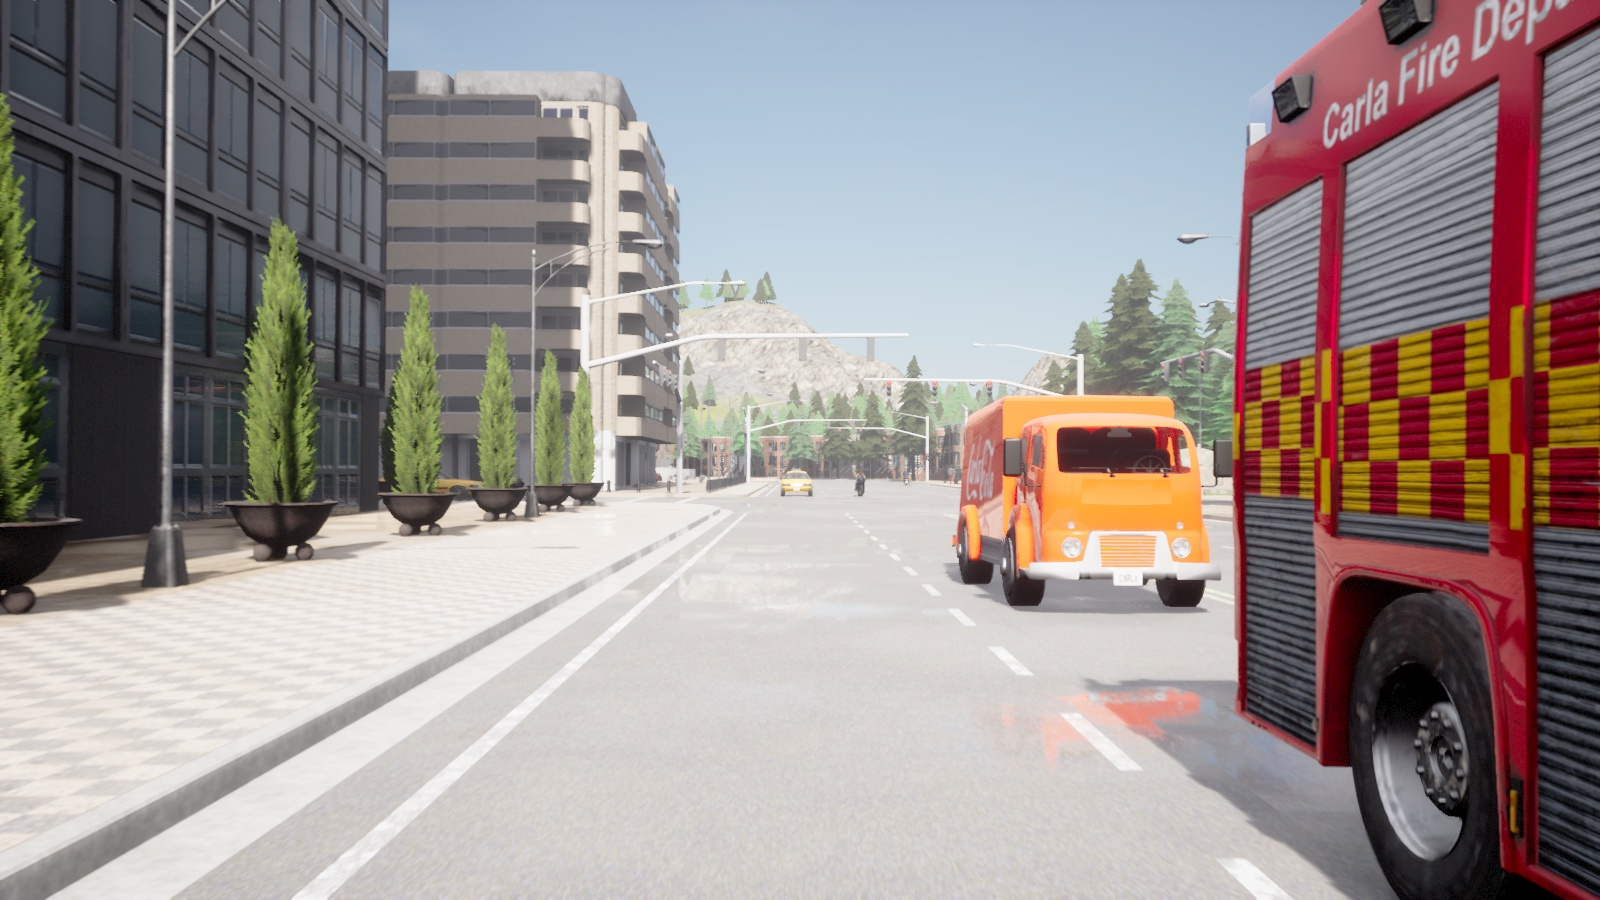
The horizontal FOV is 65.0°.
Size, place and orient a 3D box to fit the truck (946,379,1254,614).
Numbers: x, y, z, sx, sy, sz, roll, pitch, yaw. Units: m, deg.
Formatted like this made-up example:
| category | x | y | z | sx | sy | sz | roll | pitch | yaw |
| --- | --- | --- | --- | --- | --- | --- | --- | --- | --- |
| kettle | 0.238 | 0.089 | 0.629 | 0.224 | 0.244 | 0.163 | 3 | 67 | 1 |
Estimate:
| category | x | y | z | sx | sy | sz | roll | pitch | yaw |
| --- | --- | --- | --- | --- | --- | --- | --- | --- | --- |
| truck | 3.462 | 0.562 | 15.842 | 2.627 | 2.467 | 5.204 | 0 | -2 | 0 |

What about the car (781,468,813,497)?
| category | x | y | z | sx | sy | sz | roll | pitch | yaw |
| --- | --- | --- | --- | --- | --- | --- | --- | --- | --- |
| car | -0.173 | 1.830 | 71.766 | 1.801 | 1.575 | 5.366 | 0 | -1 | 0 |

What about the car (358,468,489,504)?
| category | x | y | z | sx | sy | sz | roll | pitch | yaw |
| --- | --- | --- | --- | --- | --- | --- | --- | --- | --- |
| car | -16.919 | 1.615 | 56.610 | 5.366 | 1.575 | 1.801 | 0 | -1 | 0 |

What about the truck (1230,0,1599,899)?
| category | x | y | z | sx | sy | sz | roll | pitch | yaw |
| --- | --- | --- | --- | --- | --- | --- | --- | --- | --- |
| truck | 3.491 | -0.342 | 1.661 | 2.891 | 3.827 | 8.468 | 0 | -1 | 0 |
